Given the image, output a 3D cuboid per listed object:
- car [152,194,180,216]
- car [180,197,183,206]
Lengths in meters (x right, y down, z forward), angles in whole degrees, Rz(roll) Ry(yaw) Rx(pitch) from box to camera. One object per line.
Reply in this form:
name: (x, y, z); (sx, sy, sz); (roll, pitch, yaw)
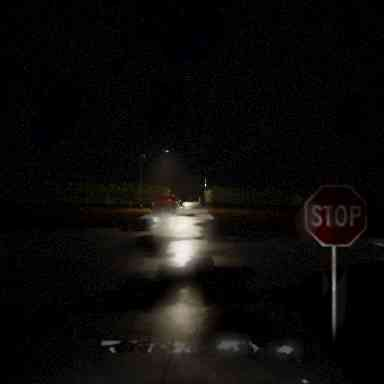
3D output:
car: (-2.713, 1.276, 33.835); (2.150, 2.045, 5.566); (0, 0, 0)
car: (-2.690, 1.484, 56.611); (2.097, 1.767, 4.553); (0, -1, 0)
